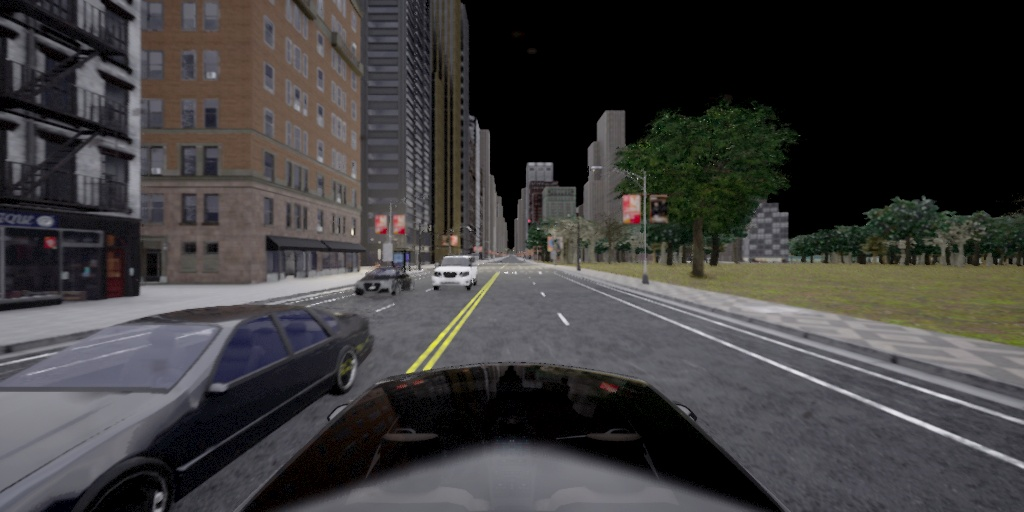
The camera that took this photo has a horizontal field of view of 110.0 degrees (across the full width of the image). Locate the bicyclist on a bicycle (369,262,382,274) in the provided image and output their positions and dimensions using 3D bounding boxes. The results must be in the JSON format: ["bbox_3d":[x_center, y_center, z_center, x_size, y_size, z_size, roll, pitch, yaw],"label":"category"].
[{"bbox_3d":[-8.756,1.179,23.227,0.866,1.612,1.509,0,0,0],"label":"bicyclist on a bicycle"}]

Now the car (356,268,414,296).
[{"bbox_3d":[-6.602,1.307,18.921,1.994,1.385,4.181,0,0,0],"label":"car"}]

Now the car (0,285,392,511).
[{"bbox_3d":[-3.295,1.296,3.917,2.033,1.411,5.357,0,0,1],"label":"car"}]

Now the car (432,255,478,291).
[{"bbox_3d":[-3.352,0.961,22.090,2.150,2.045,5.566,0,0,0],"label":"car"}]

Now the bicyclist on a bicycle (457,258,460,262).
[{"bbox_3d":[-8.762,1.127,58.548,0.659,1.776,1.843,0,0,0],"label":"bicyclist on a bicycle"}]
